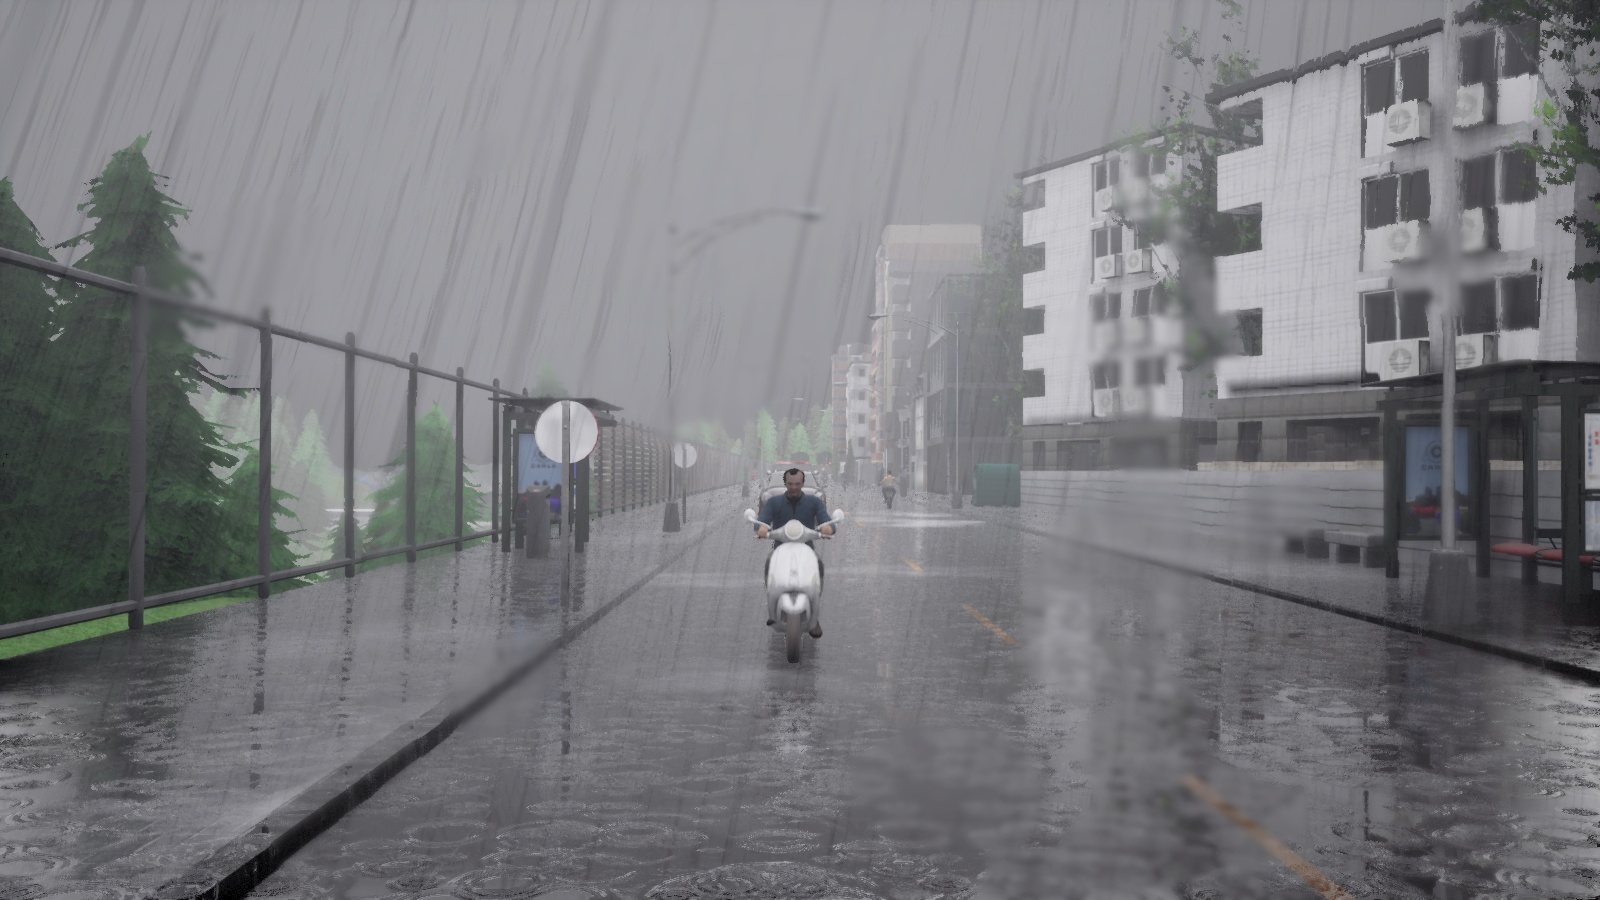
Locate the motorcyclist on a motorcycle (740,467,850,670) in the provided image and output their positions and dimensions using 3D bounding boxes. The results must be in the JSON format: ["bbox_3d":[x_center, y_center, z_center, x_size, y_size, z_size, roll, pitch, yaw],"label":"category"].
[{"bbox_3d":[-0.045,0.950,10.827,0.866,1.590,1.817,0,-1,0],"label":"motorcyclist on a motorcycle"}]

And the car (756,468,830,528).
[{"bbox_3d":[-0.204,1.367,37.074,2.033,1.649,4.856,0,-1,0],"label":"car"}]

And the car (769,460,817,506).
[{"bbox_3d":[-0.331,1.513,58.395,2.150,2.045,5.566,0,-1,0],"label":"car"}]
